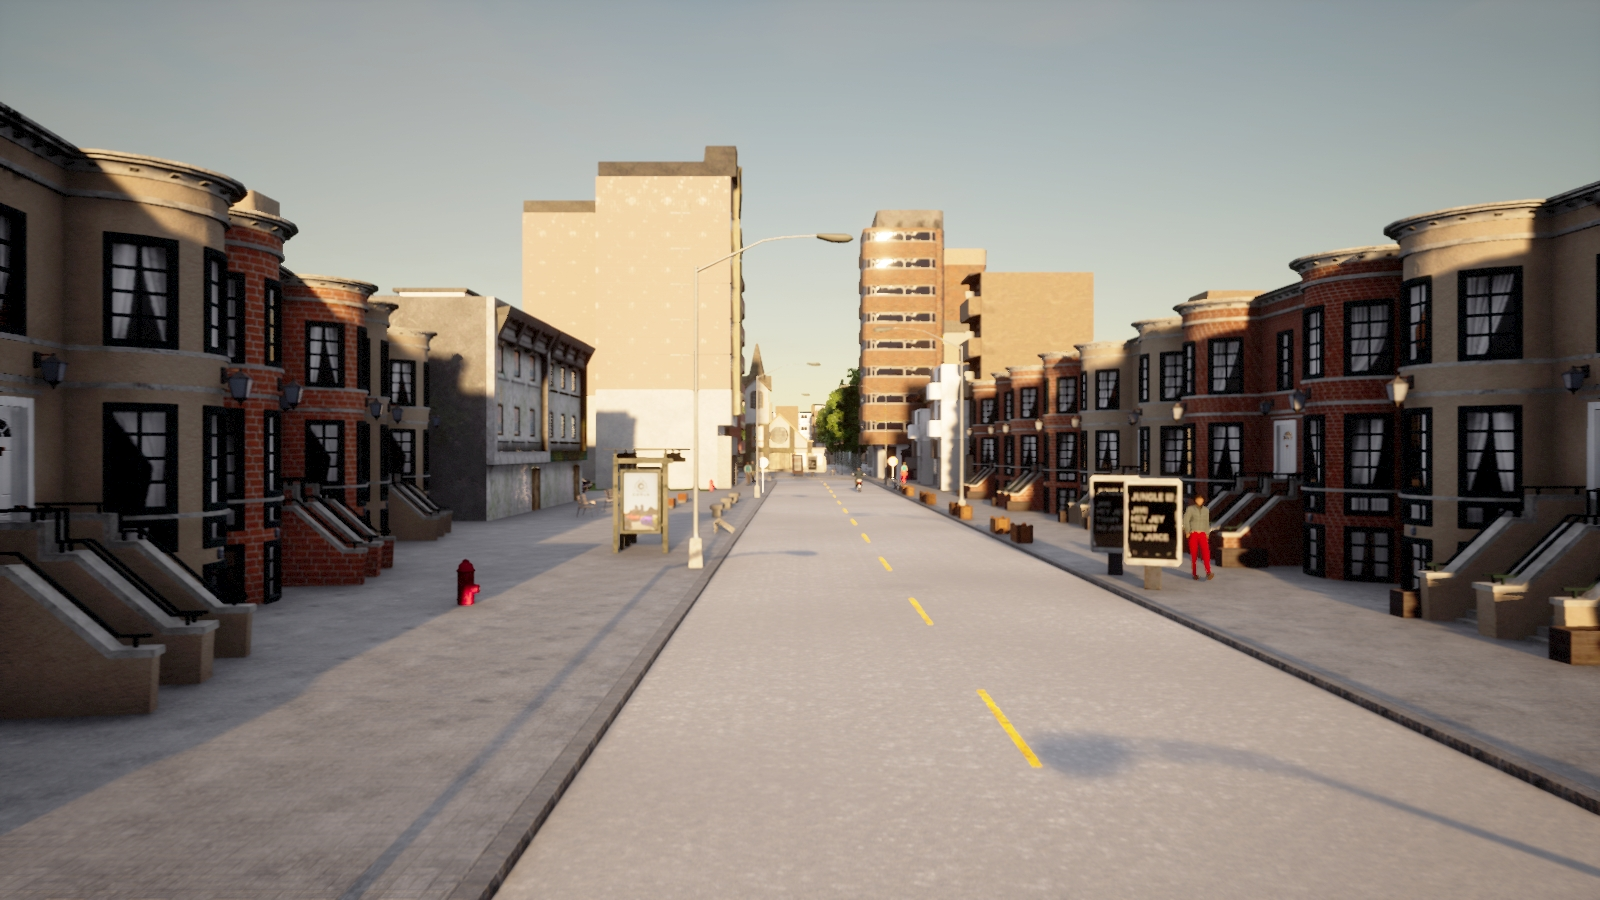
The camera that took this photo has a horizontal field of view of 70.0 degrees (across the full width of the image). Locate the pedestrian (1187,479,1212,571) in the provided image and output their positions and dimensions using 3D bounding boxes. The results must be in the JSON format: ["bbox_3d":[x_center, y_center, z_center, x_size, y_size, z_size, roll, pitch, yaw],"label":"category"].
[{"bbox_3d":[8.181,1.525,23.411,0.375,1.860,0.375,0,0,2],"label":"pedestrian"}]
